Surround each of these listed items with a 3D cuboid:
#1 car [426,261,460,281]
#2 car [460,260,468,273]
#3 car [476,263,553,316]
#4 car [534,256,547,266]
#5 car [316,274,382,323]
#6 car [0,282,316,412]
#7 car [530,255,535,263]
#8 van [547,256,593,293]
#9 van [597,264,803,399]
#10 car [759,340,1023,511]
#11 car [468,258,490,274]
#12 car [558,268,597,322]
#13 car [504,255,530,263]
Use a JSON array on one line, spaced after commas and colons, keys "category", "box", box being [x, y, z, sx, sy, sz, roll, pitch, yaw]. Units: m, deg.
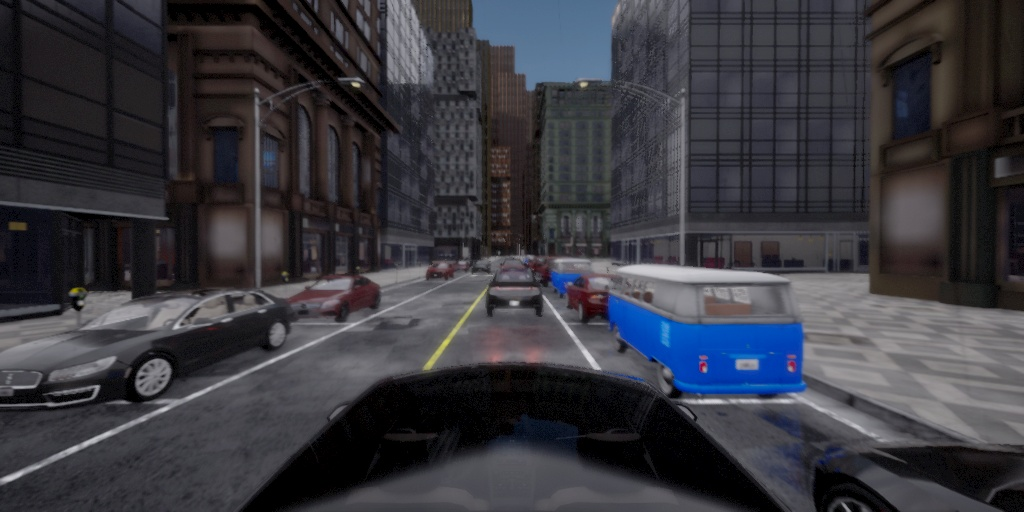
[{"category": "car", "box": [-5.662, 1.170, 28.797, 1.888, 1.381, 4.507, 0, 0, 0]}, {"category": "car", "box": [-5.659, 1.149, 40.095, 1.802, 1.307, 4.207, 0, 0, 0]}, {"category": "car", "box": [0.084, 1.190, 13.122, 2.128, 1.511, 4.902, 0, 0, 0]}, {"category": "car", "box": [2.862, 0.967, 23.149, 2.192, 1.841, 5.009, 0, 0, 0]}, {"category": "car", "box": [-5.666, 1.286, 11.850, 1.802, 1.307, 4.207, 0, 0, 0]}, {"category": "car", "box": [-5.667, 1.280, 6.201, 2.007, 1.370, 4.403, 0, 0, 0]}, {"category": "car", "box": [2.864, 0.911, 34.446, 2.192, 1.841, 5.009, 0, 0, 0]}, {"category": "van", "box": [2.860, 1.019, 17.499, 1.690, 1.789, 3.998, 0, 0, 0]}, {"category": "van", "box": [2.858, 1.070, 6.203, 1.690, 1.789, 3.998, 0, 0, 0]}, {"category": "car", "box": [2.857, 1.321, 0.554, 1.948, 1.339, 4.313, 0, 0, 0]}, {"category": "car", "box": [-3.090, 1.089, 37.159, 1.837, 1.490, 4.892, 0, 0, 0]}, {"category": "car", "box": [2.859, 1.249, 11.851, 1.888, 1.381, 4.507, 0, 0, 0]}, {"category": "car", "box": [0.090, 0.976, 29.160, 2.097, 1.767, 4.553, 0, 0, 0]}]
